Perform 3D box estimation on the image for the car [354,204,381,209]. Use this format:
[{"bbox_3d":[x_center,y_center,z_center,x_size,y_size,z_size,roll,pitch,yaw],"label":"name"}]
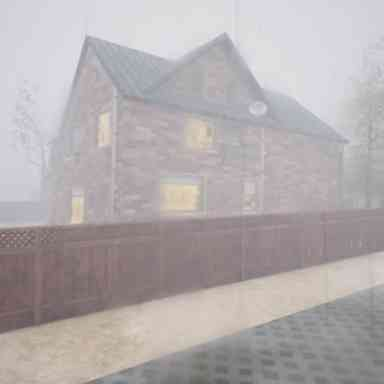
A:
[{"bbox_3d":[16.766,1.751,29.923,1.994,1.385,4.181,2,-2,-35],"label":"car"}]
